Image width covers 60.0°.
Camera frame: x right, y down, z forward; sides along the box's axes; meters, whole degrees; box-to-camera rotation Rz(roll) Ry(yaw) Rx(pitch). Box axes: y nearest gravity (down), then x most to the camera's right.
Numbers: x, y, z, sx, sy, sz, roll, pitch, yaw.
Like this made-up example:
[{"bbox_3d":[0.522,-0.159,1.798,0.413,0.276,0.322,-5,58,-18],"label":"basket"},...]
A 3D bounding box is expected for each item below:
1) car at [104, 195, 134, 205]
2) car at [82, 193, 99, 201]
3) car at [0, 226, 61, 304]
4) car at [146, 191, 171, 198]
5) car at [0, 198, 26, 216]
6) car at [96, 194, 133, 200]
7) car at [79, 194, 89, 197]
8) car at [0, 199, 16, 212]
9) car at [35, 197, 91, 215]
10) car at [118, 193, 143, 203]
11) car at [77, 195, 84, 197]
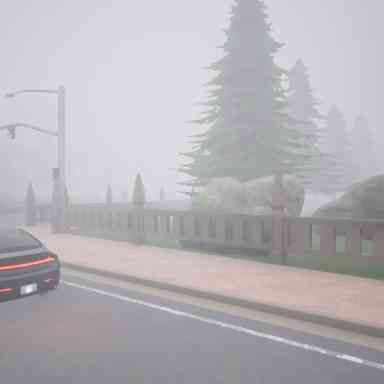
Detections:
[{"bbox_3d":[-12.634,1.383,57.707,2.128,1.511,4.902,0,2,36],"label":"car"},{"bbox_3d":[-17.985,1.197,56.227,2.150,2.045,5.566,0,1,36],"label":"car"},{"bbox_3d":[-4.919,1.505,7.445,4.892,1.490,1.837,0,0,36],"label":"car"},{"bbox_3d":[-5.973,0.845,60.983,2.150,2.045,5.566,0,3,36],"label":"car"},{"bbox_3d":[-18.713,1.547,30.849,2.033,1.411,5.357,0,0,36],"label":"car"},{"bbox_3d":[-12.138,1.479,52.384,1.837,1.490,4.892,0,1,36],"label":"car"},{"bbox_3d":[-18.492,1.491,49.508,2.128,1.511,4.902,0,0,36],"label":"car"},{"bbox_3d":[-22.604,1.564,37.772,1.994,1.385,4.181,0,0,36],"label":"car"},{"bbox_3d":[-12.817,1.525,33.052,1.812,1.442,4.674,0,0,36],"label":"car"},{"bbox_3d":[-11.915,1.151,64.705,1.837,1.490,4.892,0,3,36],"label":"car"},{"bbox_3d":[-17.500,1.526,44.882,1.812,1.442,4.674,0,0,36],"label":"car"}]
